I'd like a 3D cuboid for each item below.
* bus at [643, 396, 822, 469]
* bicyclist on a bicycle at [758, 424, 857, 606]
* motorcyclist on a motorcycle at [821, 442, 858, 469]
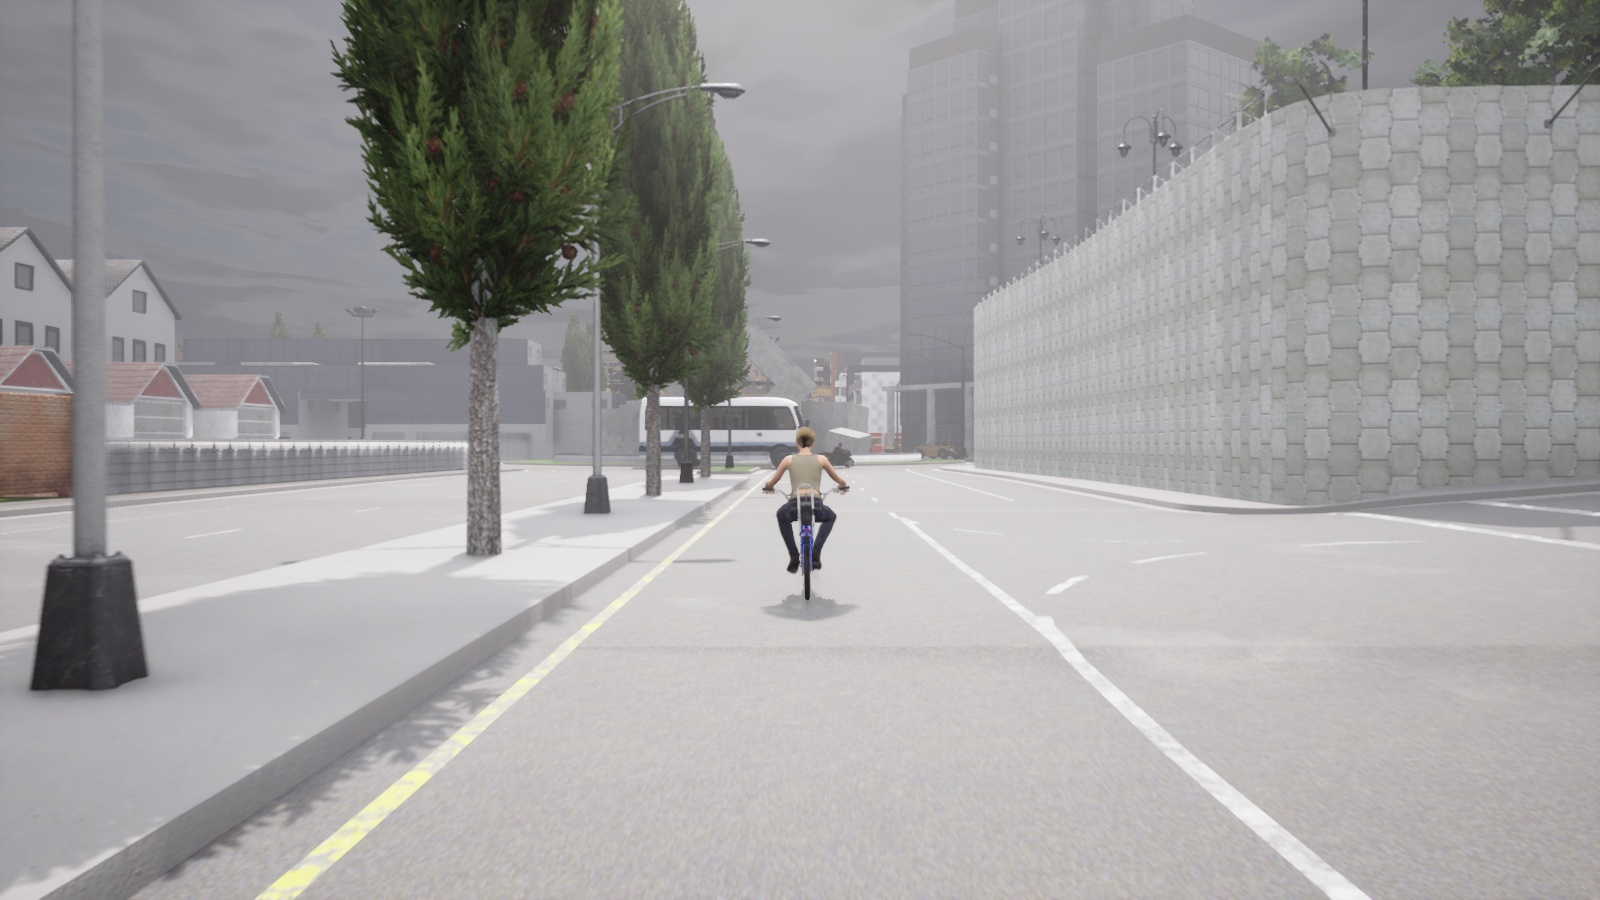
[{"bbox_3d":[-3.925,-1.058,75.348,10.273,4.253,3.944,0,1,5],"label":"bus"},{"bbox_3d":[0.073,0.589,12.001,0.866,1.612,1.509,-1,-1,0],"label":"bicyclist on a bicycle"},{"bbox_3d":[2.300,0.319,73.063,2.044,1.523,0.797,0,0,-17],"label":"motorcyclist on a motorcycle"}]
